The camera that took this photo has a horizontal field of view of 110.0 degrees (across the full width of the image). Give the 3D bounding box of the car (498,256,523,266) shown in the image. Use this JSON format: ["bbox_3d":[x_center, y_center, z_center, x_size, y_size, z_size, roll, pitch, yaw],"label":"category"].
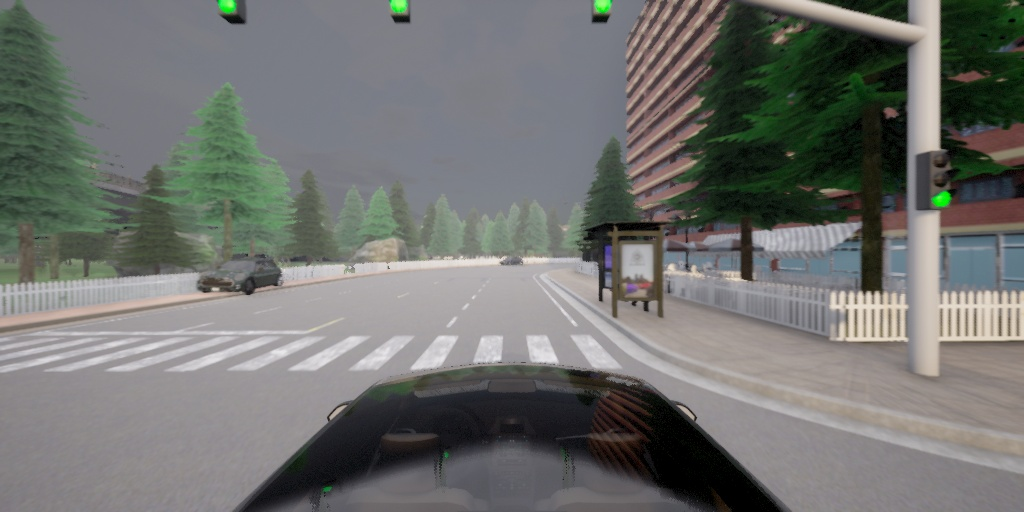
[{"bbox_3d":[-0.161,0.850,57.570,1.837,1.490,4.892,-1,2,39],"label":"car"}]

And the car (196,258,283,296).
[{"bbox_3d":[-14.037,0.921,18.825,2.097,1.767,4.553,3,1,-9],"label":"car"}]
